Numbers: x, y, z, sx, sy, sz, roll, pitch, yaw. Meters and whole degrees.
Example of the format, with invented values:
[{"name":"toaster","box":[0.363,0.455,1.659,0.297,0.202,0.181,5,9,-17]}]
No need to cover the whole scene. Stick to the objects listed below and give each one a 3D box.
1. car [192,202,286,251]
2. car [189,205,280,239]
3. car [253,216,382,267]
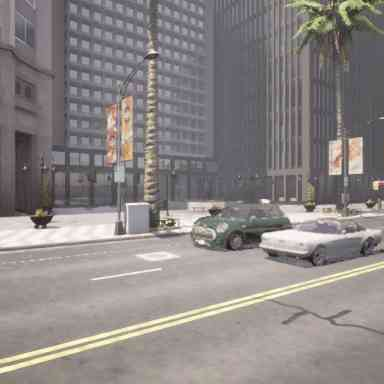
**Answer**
[{"name":"car","box":[2.203,1.351,14.198,4.553,1.767,2.097,0,0,-35]},{"name":"car","box":[2.385,1.513,18.148,4.786,1.482,2.161,0,0,-36]},{"name":"car","box":[4.561,1.601,11.585,4.718,1.301,1.895,0,0,-35]}]
